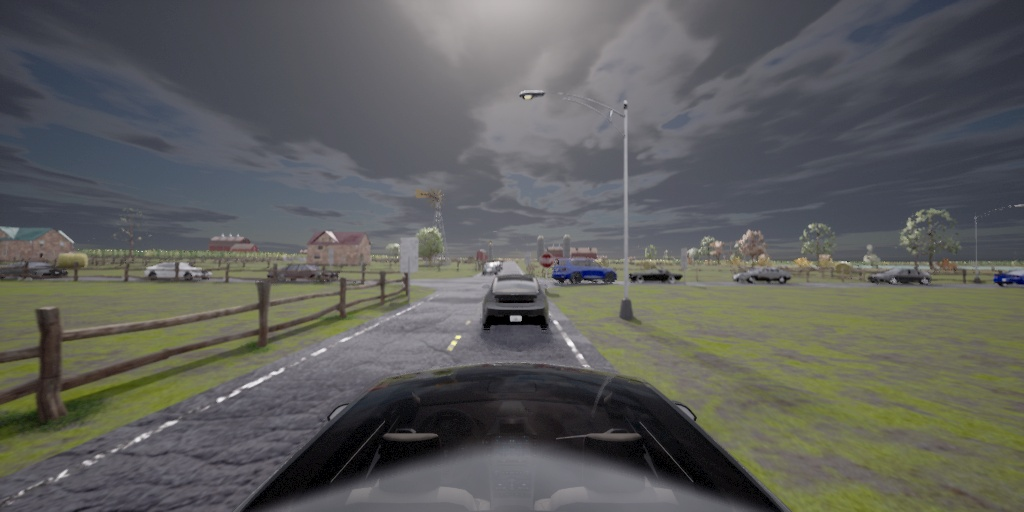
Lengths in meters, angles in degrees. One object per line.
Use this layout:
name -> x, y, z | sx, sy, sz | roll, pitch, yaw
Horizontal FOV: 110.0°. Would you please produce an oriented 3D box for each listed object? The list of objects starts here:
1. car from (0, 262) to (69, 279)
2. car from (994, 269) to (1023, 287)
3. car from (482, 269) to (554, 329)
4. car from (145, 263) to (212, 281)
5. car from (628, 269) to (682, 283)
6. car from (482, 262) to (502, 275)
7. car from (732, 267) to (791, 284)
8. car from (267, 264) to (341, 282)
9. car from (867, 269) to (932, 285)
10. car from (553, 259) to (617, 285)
car -> -39.626, 1.178, 29.666 | 4.181, 1.385, 1.994 | 1, -1, 0
car -> 44.712, 1.931, 30.792 | 5.008, 1.535, 1.882 | 1, -1, 0
car -> 0.098, 1.354, 11.601 | 1.837, 1.490, 4.892 | 0, 0, 0
car -> -27.672, 1.268, 29.799 | 4.674, 1.442, 1.812 | 1, -1, 0
car -> 13.063, 1.814, 33.251 | 4.718, 1.301, 1.895 | 1, -1, -2
car -> -2.842, 1.677, 46.655 | 2.128, 1.511, 4.902 | 0, -1, 0
car -> 23.214, 1.803, 33.413 | 4.902, 1.511, 2.128 | 1, -1, -1
car -> -17.343, 1.398, 29.933 | 5.357, 1.411, 2.033 | 1, -1, -1
car -> 36.193, 1.938, 33.568 | 4.892, 1.490, 1.837 | 1, -1, 0
car -> 6.101, 1.301, 30.004 | 5.566, 2.045, 2.150 | 1, -3, -23
